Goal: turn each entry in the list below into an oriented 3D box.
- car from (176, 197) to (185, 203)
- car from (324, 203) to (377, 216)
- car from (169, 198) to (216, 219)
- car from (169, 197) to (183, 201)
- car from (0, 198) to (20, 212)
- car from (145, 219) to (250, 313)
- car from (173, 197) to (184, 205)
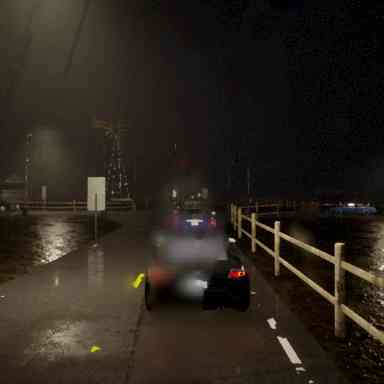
[{"bbox_3d":[-2.626,1.891,76.782,1.994,1.385,4.181,0,0,0],"label":"car"},{"bbox_3d":[17.908,1.950,37.662,5.357,1.411,2.033,1,-2,0],"label":"car"},{"bbox_3d":[0.122,1.380,16.392,2.097,1.767,4.553,0,0,0],"label":"car"},{"bbox_3d":[-2.754,1.681,55.471,2.128,1.511,4.902,0,0,0],"label":"car"},{"bbox_3d":[-20.255,1.292,34.093,4.892,1.490,1.837,1,-2,0],"label":"car"},{"bbox_3d":[0.110,1.573,7.749,1.994,1.385,4.181,0,0,0],"label":"car"},{"bbox_3d":[-2.675,1.738,66.232,1.882,1.535,5.008,0,0,1],"label":"car"}]
